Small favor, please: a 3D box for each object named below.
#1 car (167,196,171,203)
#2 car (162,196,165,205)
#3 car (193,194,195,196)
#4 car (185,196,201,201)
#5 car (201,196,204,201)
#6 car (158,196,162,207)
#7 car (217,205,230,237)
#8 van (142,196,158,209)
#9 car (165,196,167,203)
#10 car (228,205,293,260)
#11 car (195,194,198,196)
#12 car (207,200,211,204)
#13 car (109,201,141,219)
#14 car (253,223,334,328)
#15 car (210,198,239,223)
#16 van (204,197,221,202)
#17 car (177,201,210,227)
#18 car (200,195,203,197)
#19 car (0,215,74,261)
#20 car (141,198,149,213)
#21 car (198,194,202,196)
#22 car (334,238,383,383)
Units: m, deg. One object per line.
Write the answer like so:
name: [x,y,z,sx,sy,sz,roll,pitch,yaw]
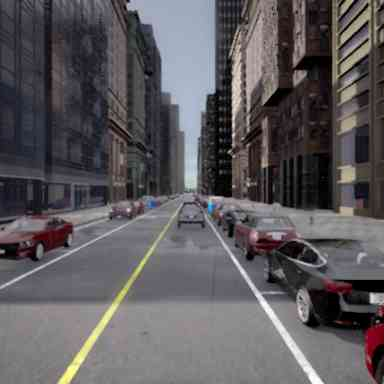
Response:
car: [-6.296,1.621,74.031,1.967,1.590,4.097,0,0,0]
car: [-6.173,1.686,57.224,1.887,1.381,4.507,0,0,0]
car: [2.106,1.521,90.905,2.192,1.841,5.009,0,0,0]
car: [-0.200,1.601,41.745,1.837,1.490,4.892,0,0,0]
car: [2.433,1.645,46.091,1.887,1.381,4.507,0,0,0]
car: [-6.133,1.673,51.623,1.887,1.381,4.507,0,0,0]
car: [2.637,1.602,18.083,1.947,1.339,4.313,0,0,0]
van: [-6.093,1.456,46.021,1.690,1.788,3.998,0,0,0]
car: [-6.213,1.679,62.657,1.752,1.417,4.829,0,0,0]
car: [2.677,1.463,12.482,1.967,1.590,4.097,0,0,0]
car: [2.189,1.723,79.701,1.887,1.381,4.507,0,0,0]
car: [2.555,1.644,29.287,1.802,1.307,4.206,0,0,0]
car: [-5.970,1.517,29.215,1.967,1.590,4.097,0,0,0]
car: [2.718,1.576,6.880,1.947,1.339,4.313,0,0,0]
car: [2.595,1.489,23.685,1.967,1.590,4.097,0,0,0]
van: [2.514,1.416,34.888,1.690,1.788,3.998,0,0,0]
car: [-0.061,1.600,23.008,2.033,1.411,5.357,0,0,0]
car: [2.392,1.658,51.693,1.887,1.381,4.507,0,0,0]
car: [-5.848,1.583,12.409,1.887,1.381,4.507,0,0,0]
car: [-6.010,1.634,34.816,1.887,1.381,4.507,0,0,0]
car: [2.351,1.566,57.295,1.967,1.590,4.097,0,0,0]
car: [2.758,1.313,1.279,2.192,1.841,5.009,0,0,0]
